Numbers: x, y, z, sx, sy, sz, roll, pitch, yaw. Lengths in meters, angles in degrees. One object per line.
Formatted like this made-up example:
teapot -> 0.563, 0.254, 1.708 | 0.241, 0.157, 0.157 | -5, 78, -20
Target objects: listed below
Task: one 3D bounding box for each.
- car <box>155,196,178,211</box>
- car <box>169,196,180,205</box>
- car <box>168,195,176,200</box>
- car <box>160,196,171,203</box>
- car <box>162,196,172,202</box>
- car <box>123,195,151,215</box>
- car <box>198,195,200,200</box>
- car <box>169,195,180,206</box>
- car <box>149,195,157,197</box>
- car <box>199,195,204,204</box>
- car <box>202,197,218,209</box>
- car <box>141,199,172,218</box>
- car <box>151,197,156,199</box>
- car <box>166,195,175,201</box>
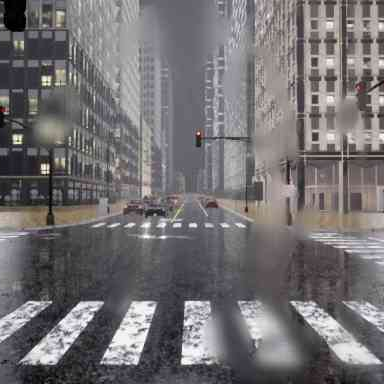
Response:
car -> -3.132, 1.563, 39.879 | 2.033, 1.411, 5.357 | 0, 0, 0
car -> -3.103, 1.526, 59.806 | 1.837, 1.490, 4.892 | 0, 1, 1
car -> -5.765, 1.605, 95.144 | 1.947, 1.339, 4.313 | 1, 0, 0
car -> -5.744, 1.573, 72.843 | 1.887, 1.381, 4.507 | 1, 0, 0
car -> -5.749, 1.582, 78.418 | 2.008, 1.369, 4.403 | 1, 0, 0
car -> -5.705, 1.453, 33.817 | 1.967, 1.590, 4.097 | 1, 0, 0
car -> 2.646, 1.590, 61.770 | 1.947, 1.339, 4.313 | 1, 0, 0
car -> -3.136, 1.371, 49.905 | 2.097, 1.767, 4.553 | 0, 0, 0
car -> -5.713, 1.332, 44.967 | 2.192, 1.841, 5.009 | 1, 0, 0
car -> 2.653, 1.547, 56.362 | 1.752, 1.417, 4.829 | 1, 0, 0
car -> 2.661, 1.599, 45.037 | 1.802, 1.307, 4.206 | 1, 0, 0
car -> -3.127, 1.612, 30.313 | 1.895, 1.301, 4.718 | 0, 0, 0
car -> -5.714, 1.597, 39.392 | 1.802, 1.307, 4.206 | 1, 0, 0
car -> -5.759, 1.587, 89.568 | 2.008, 1.369, 4.403 | 1, 0, 0
